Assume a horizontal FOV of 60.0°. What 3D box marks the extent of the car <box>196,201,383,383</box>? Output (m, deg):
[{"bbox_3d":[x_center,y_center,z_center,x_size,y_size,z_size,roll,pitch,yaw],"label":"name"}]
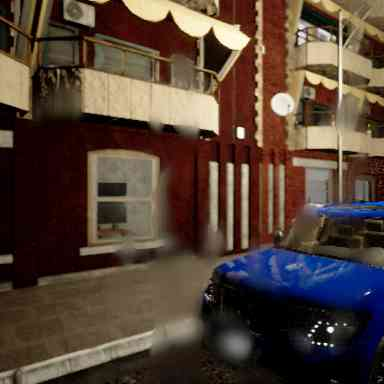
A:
[{"bbox_3d":[2.702,1.193,4.997,5.566,2.045,2.150,0,0,-35],"label":"car"}]
